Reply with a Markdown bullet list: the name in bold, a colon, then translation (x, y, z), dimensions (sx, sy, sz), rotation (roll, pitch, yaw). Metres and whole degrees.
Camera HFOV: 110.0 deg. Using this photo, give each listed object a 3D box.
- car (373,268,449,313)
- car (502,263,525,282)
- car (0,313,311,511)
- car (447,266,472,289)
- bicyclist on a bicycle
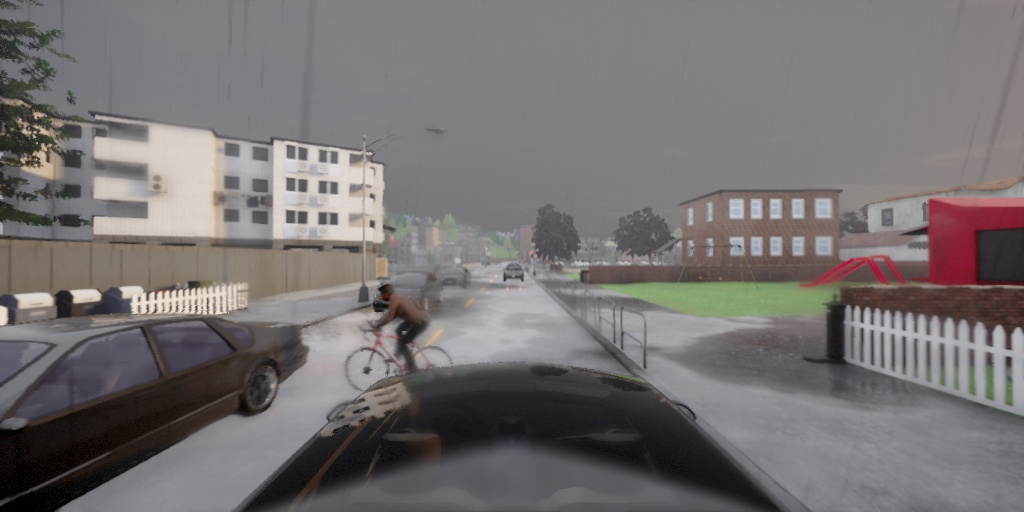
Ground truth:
- **car**: translation (-4.064, 1.387, 14.722), dimensions (1.837, 1.490, 4.892), rotation (0, -1, 0)
- **car**: translation (0.145, 1.556, 33.188), dimensions (2.128, 1.511, 4.902), rotation (0, -1, 0)
- **car**: translation (-4.097, 1.313, 3.292), dimensions (2.033, 1.411, 5.357), rotation (0, -1, 0)
- **car**: translation (-4.012, 1.497, 25.888), dimensions (1.837, 1.490, 4.892), rotation (0, -1, 0)
- **bicyclist on a bicycle**: translation (-1.704, 1.238, 5.383), dimensions (1.656, 1.620, 0.582), rotation (-1, -1, 0)
